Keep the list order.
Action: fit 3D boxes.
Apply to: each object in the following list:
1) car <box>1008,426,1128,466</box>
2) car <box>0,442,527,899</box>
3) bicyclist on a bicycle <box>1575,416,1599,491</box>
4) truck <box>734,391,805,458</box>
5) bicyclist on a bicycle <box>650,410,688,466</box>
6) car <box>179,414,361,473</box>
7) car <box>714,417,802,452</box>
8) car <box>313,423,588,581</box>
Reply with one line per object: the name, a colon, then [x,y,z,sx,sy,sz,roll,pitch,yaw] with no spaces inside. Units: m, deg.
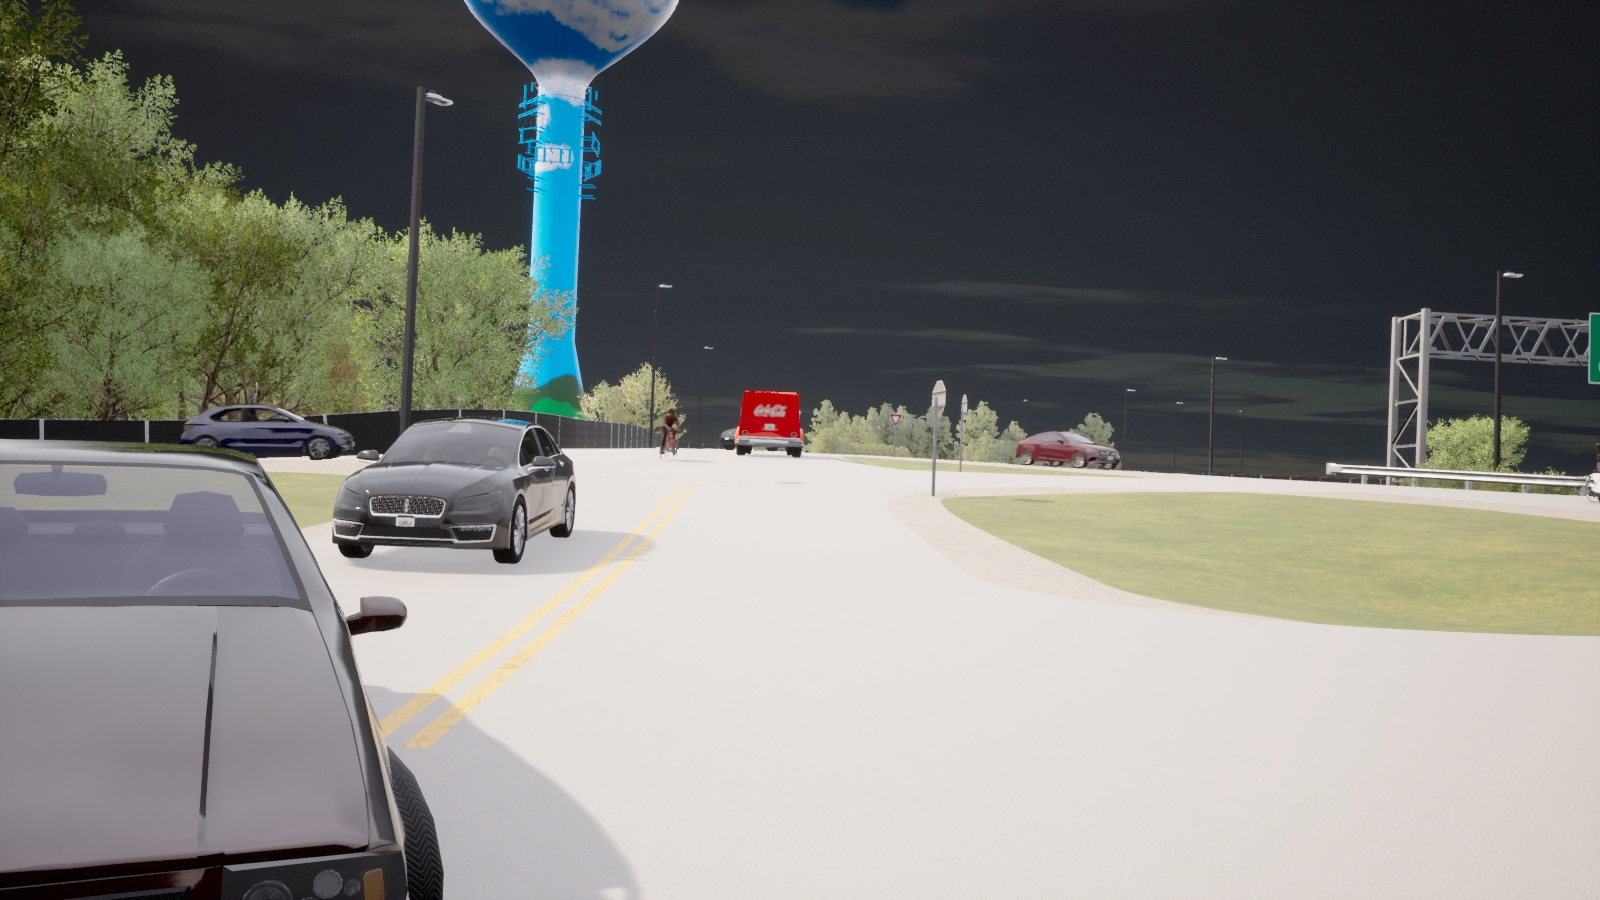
car: [10.575,-0.191,49.870,1.812,1.442,4.674,2,0,-34]
car: [-2.552,0.719,4.461,2.033,1.411,5.357,1,1,-24]
bicyclist on a bicycle: [19.190,0.080,29.561,0.659,1.776,1.843,0,0,-4]
truck: [-1.200,-0.992,49.487,2.627,2.467,5.204,1,1,-2]
bicyclist on a bicycle: [-4.014,-0.379,38.397,0.582,1.620,1.656,2,1,-24]
car: [-14.014,-0.185,33.442,4.193,1.474,1.816,-1,0,-14]
car: [-2.014,-0.739,60.821,3.988,1.617,1.851,1,0,-42]
car: [-3.826,0.455,14.714,1.837,1.490,4.892,1,2,0]
